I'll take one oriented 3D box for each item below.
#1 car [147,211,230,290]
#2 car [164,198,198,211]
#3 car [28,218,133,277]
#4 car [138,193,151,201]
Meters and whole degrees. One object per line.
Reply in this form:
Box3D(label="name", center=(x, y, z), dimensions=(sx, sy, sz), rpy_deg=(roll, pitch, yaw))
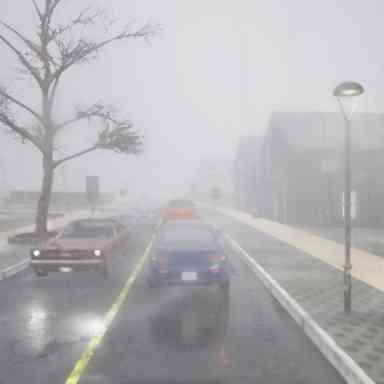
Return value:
Box3D(label="car", center=(-0.110, 1.456, 8.809), dimensions=(1.812, 1.442, 4.674), rpy_deg=(0, 1, -1))
Box3D(label="car", center=(-0.734, 1.183, 21.660), dimensions=(2.097, 1.767, 4.553), rpy_deg=(0, 0, -3))
Box3D(label="car", center=(-3.061, 1.521, 10.102), dimensions=(1.895, 1.301, 4.718), rpy_deg=(0, 0, -2))
Box3D(label="car", center=(-8.872, 1.058, 63.588), dimensions=(1.994, 1.385, 4.181), rpy_deg=(0, 0, -10))
